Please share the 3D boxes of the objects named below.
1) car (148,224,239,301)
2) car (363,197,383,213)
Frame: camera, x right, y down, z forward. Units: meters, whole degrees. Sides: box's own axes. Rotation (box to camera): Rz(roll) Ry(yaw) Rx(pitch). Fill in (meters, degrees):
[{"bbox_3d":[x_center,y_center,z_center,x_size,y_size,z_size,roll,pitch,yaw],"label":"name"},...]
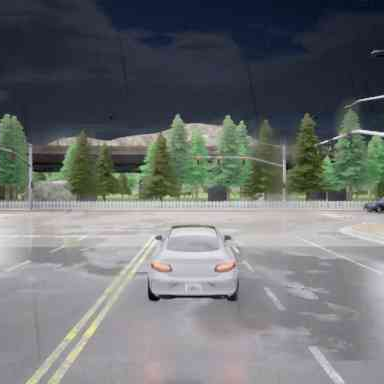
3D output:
[{"bbox_3d":[0.032,1.525,8.192,1.812,1.442,4.674,0,0,0],"label":"car"},{"bbox_3d":[20.729,1.294,35.327,4.553,1.767,2.097,0,0,0],"label":"car"}]
